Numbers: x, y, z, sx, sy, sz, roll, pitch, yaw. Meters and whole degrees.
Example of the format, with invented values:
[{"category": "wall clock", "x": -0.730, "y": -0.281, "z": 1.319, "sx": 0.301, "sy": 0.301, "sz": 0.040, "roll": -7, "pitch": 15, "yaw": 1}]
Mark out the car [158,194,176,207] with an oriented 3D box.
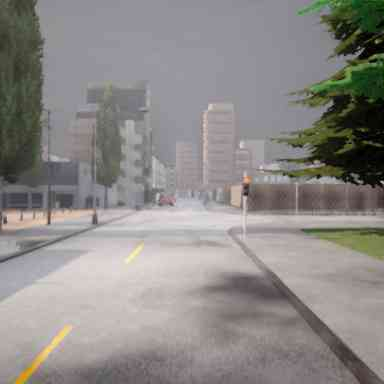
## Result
[{"category": "car", "x": -4.130, "y": 1.266, "z": 52.654, "sx": 2.150, "sy": 2.045, "sz": 5.566, "roll": 0, "pitch": 0, "yaw": 0}]
